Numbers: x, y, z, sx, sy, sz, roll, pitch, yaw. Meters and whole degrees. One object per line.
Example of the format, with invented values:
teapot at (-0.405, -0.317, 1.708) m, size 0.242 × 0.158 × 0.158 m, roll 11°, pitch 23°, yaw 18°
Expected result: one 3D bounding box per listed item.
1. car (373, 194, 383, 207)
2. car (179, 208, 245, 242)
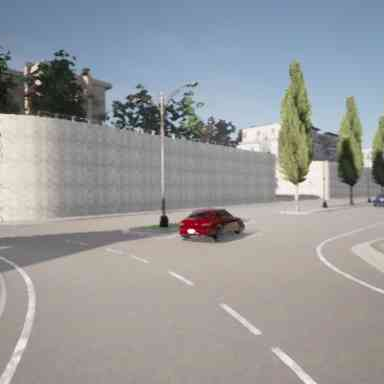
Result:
car at (25.601, 1.011, 43.862) m, size 2.097 × 1.767 × 4.553 m, roll -1°, pitch 0°, yaw 43°
car at (1.045, 1.517, 16.429) m, size 1.812 × 1.442 × 4.674 m, roll -2°, pitch 0°, yaw 28°
